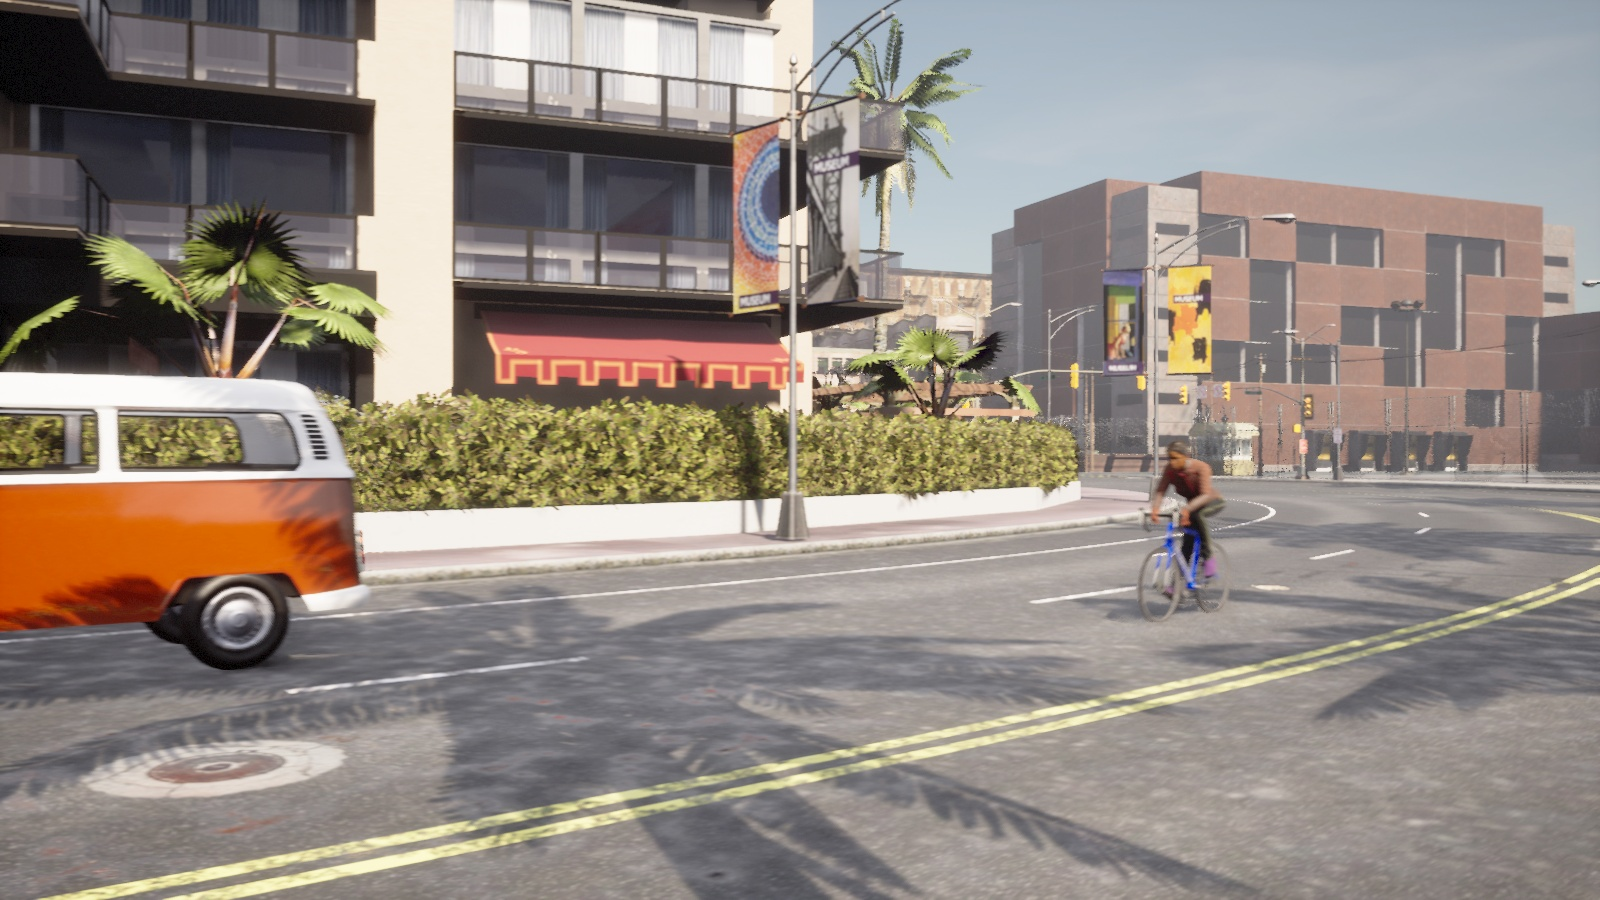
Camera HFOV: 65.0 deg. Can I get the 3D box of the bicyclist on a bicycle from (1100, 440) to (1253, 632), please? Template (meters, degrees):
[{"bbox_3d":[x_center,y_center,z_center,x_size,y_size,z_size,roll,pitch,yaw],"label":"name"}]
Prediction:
[{"bbox_3d":[3.431,0.725,11.373,1.656,1.620,0.582,0,0,-44],"label":"bicyclist on a bicycle"}]

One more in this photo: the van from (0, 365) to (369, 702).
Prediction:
[{"bbox_3d":[-5.476,0.509,8.406,4.480,2.038,2.069,0,0,-37],"label":"van"}]
